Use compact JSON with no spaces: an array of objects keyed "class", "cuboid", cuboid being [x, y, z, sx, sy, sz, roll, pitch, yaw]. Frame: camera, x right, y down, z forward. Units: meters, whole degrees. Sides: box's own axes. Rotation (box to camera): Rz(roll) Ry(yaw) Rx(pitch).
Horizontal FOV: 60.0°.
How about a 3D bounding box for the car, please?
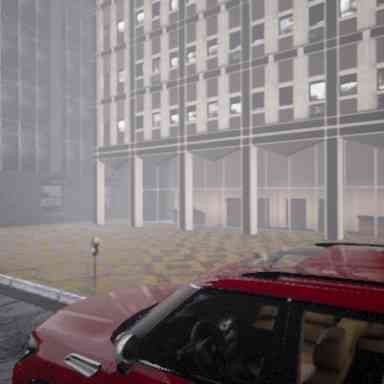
[{"class":"car","cuboid":[0.826,1.321,2.277,5.009,1.841,2.192,-1,0,36]}]
